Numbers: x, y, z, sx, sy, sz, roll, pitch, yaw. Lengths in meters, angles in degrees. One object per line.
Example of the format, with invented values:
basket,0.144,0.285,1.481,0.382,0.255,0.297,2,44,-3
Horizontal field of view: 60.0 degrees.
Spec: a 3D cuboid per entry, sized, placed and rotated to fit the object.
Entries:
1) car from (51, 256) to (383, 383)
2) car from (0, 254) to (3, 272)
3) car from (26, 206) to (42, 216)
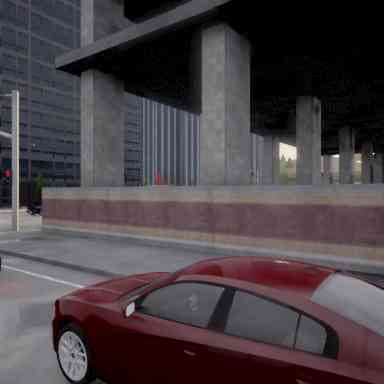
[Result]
car,0.460,1.478,3.662,5.008,1.535,1.882,0,0,35
car,-6.887,1.564,8.850,4.181,1.385,1.994,0,0,36
car,-14.083,1.656,33.517,1.895,1.301,4.718,0,0,36
